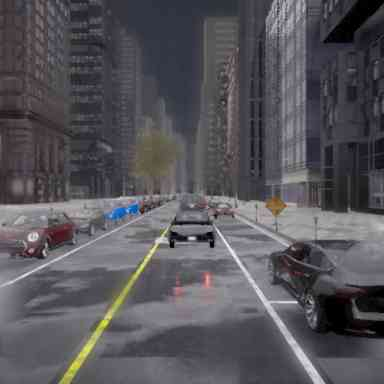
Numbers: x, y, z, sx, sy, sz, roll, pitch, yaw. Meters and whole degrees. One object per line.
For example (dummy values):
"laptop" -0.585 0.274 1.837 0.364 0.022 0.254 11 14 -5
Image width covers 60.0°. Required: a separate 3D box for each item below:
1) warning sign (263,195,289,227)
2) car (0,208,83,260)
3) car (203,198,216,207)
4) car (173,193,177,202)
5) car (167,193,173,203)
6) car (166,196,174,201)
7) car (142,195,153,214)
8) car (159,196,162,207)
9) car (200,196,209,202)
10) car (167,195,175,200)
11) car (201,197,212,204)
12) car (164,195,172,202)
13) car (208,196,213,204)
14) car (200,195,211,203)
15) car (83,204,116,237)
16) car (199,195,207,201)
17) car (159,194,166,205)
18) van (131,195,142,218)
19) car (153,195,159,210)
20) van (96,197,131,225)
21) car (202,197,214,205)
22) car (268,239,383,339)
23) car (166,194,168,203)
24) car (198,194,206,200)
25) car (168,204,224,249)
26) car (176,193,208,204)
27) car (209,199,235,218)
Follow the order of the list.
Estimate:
"warning sign" 5.068 1.115 20.075 1.300 1.860 1.060 0 0 0
"car" -5.763 1.440 12.239 1.967 1.590 4.097 0 0 0
"car" 2.762 1.586 51.988 1.802 1.307 4.206 0 0 0
"car" -3.000 1.499 75.956 2.128 1.511 4.902 0 0 0
"car" -5.764 1.326 69.013 2.192 1.841 5.009 0 0 0
"car" -5.764 1.604 86.046 1.802 1.307 4.206 0 0 0
"car" -5.763 1.317 34.949 2.192 1.841 5.009 0 0 0
"car" -5.763 1.569 46.304 1.947 1.339 4.313 0 0 0
"car" 2.762 1.580 74.699 1.947 1.339 4.313 0 0 0
"car" -5.764 1.608 91.723 1.802 1.307 4.206 0 0 0
"car" 2.761 1.590 63.343 1.802 1.307 4.206 0 0 0
"car" -5.764 1.543 80.198 1.752 1.417 4.829 0 0 0
"car" 2.762 1.553 40.633 2.008 1.369 4.403 0 0 0
"car" 2.761 1.451 69.021 1.967 1.590 4.097 0 0 0
"car" -5.763 1.551 17.916 2.008 1.369 4.403 0 0 0
"car" 2.761 1.573 86.054 2.008 1.369 4.403 0 0 0
"car" -5.764 1.319 51.981 2.192 1.841 5.009 0 0 0
"van" -5.763 1.342 29.271 1.690 1.788 3.998 0 0 0
"car" -5.763 1.317 40.627 2.192 1.841 5.009 0 0 0
"van" -5.763 1.341 23.594 1.690 1.788 3.998 0 0 0
"car" 2.762 1.532 57.836 1.752 1.417 4.829 0 0 0
"car" 2.762 1.566 6.567 1.947 1.339 4.313 0 0 0
"car" -5.763 1.557 57.658 2.008 1.369 4.403 0 0 0
"car" 2.761 1.466 91.731 1.967 1.590 4.097 0 0 0
"car" 0.000 1.496 14.651 2.128 1.511 4.902 0 0 0
"car" 0.000 1.260 29.680 2.150 2.045 5.566 0 0 0
"car" 2.762 1.583 29.278 1.802 1.307 4.206 0 0 0
